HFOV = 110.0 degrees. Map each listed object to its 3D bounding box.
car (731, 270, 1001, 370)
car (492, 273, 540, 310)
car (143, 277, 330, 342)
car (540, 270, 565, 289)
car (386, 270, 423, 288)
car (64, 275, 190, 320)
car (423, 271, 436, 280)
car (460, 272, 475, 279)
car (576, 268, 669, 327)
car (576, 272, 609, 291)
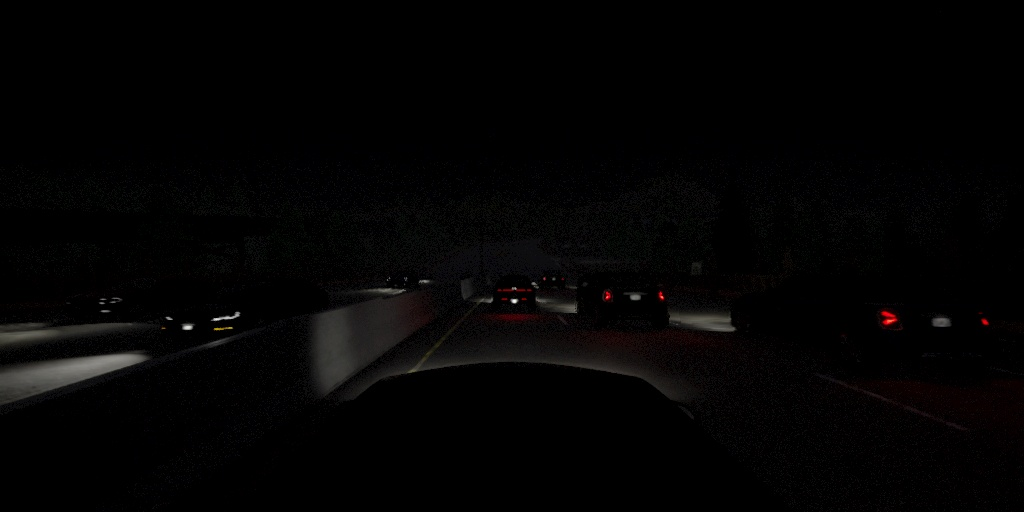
[{"bbox_3d":[7.099,1.173,8.050,2.097,1.767,4.553,0,-1,0],"label":"car"},{"bbox_3d":[0.100,1.648,16.960,1.837,1.490,4.892,0,-2,0],"label":"car"},{"bbox_3d":[-7.097,1.402,10.281,1.837,1.490,4.892,0,-2,0],"label":"car"},{"bbox_3d":[3.600,2.113,33.101,2.097,1.767,4.553,0,-2,0],"label":"car"},{"bbox_3d":[-10.561,2.179,34.840,2.097,1.767,4.553,0,-2,0],"label":"car"},{"bbox_3d":[-14.096,1.518,14.175,1.882,1.535,5.008,0,-2,0],"label":"car"},{"bbox_3d":[-13.997,3.298,60.207,2.128,1.511,4.902,0,-2,0],"label":"car"},{"bbox_3d":[-6.996,3.236,57.361,2.033,1.411,5.357,0,-2,0],"label":"car"},{"bbox_3d":[3.599,1.323,12.560,2.097,1.767,4.553,0,-2,0],"label":"car"},{"bbox_3d":[7.100,2.229,32.119,1.837,1.490,4.892,0,-2,0],"label":"car"}]
